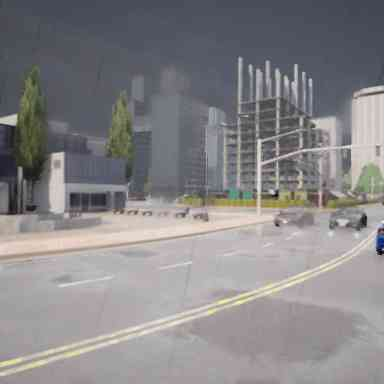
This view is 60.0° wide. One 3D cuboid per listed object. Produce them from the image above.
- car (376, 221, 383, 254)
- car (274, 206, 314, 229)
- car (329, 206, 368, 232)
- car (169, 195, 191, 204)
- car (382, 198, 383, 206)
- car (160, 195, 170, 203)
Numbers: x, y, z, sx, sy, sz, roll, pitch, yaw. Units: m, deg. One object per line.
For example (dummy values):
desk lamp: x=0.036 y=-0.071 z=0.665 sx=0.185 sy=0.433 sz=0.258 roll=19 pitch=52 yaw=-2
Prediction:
car: x=8.810 y=1.647 z=13.547 sx=1.882 sy=1.535 sz=5.008 roll=0 pitch=0 yaw=36
car: x=7.524 y=1.770 z=24.116 sx=1.812 sy=1.442 sz=4.674 roll=0 pitch=-1 yaw=35
car: x=10.645 y=1.746 z=22.473 sx=2.128 sy=1.511 sz=4.902 roll=0 pitch=-1 yaw=35
car: x=-2.848 y=2.005 z=78.755 sx=1.970 sy=1.475 sz=3.806 roll=0 pitch=-1 yaw=36
car: x=44.239 y=2.131 z=74.966 sx=2.150 sy=2.045 sz=5.566 roll=0 pitch=-1 yaw=36
car: x=-5.191 y=1.763 z=80.455 sx=1.905 sy=1.878 sz=3.866 roll=0 pitch=-1 yaw=36
